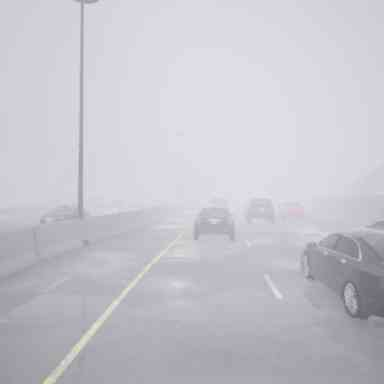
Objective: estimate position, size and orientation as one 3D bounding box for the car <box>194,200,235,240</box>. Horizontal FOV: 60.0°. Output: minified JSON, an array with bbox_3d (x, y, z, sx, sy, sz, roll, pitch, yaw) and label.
[{"bbox_3d":[1.285,1.549,18.628,2.097,1.767,4.553,0,-1,5],"label":"car"}]

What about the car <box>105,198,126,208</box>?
[{"bbox_3d":[-12.756,2.047,57.388,2.128,1.511,4.902,0,-1,5],"label":"car"}]

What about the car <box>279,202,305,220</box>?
[{"bbox_3d":[9.632,1.737,32.822,2.097,1.767,4.553,0,-1,5],"label":"car"}]

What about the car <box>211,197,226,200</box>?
[{"bbox_3d":[3.131,1.630,38.431,2.150,2.045,5.566,0,-1,5],"label":"car"}]

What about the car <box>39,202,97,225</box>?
[{"bbox_3d":[-8.996,1.689,23.835,2.128,1.511,4.902,0,-1,5],"label":"car"}]

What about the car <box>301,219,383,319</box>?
[{"bbox_3d":[3.903,1.603,7.488,1.837,1.490,4.892,0,-1,3],"label":"car"}]

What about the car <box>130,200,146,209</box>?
[{"bbox_3d":[-9.272,2.145,57.057,1.994,1.385,4.181,0,-1,5],"label":"car"}]

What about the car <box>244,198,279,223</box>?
[{"bbox_3d":[5.719,1.543,28.630,2.150,2.045,5.566,0,-1,5],"label":"car"}]

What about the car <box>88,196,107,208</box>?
[{"bbox_3d":[-16.244,1.732,57.673,2.150,2.045,5.566,0,-1,5],"label":"car"}]

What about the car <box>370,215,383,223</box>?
[{"bbox_3d":[7.768,1.694,12.507,1.812,1.442,4.674,0,-1,5],"label":"car"}]
